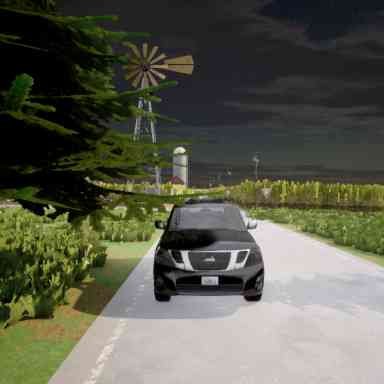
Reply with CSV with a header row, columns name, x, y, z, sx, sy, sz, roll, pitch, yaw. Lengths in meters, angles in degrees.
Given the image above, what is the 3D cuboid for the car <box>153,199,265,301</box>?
name,x,y,z,sx,sy,sz,roll,pitch,yaw
car,0.334,1.221,8.660,2.150,2.045,5.566,0,0,0
